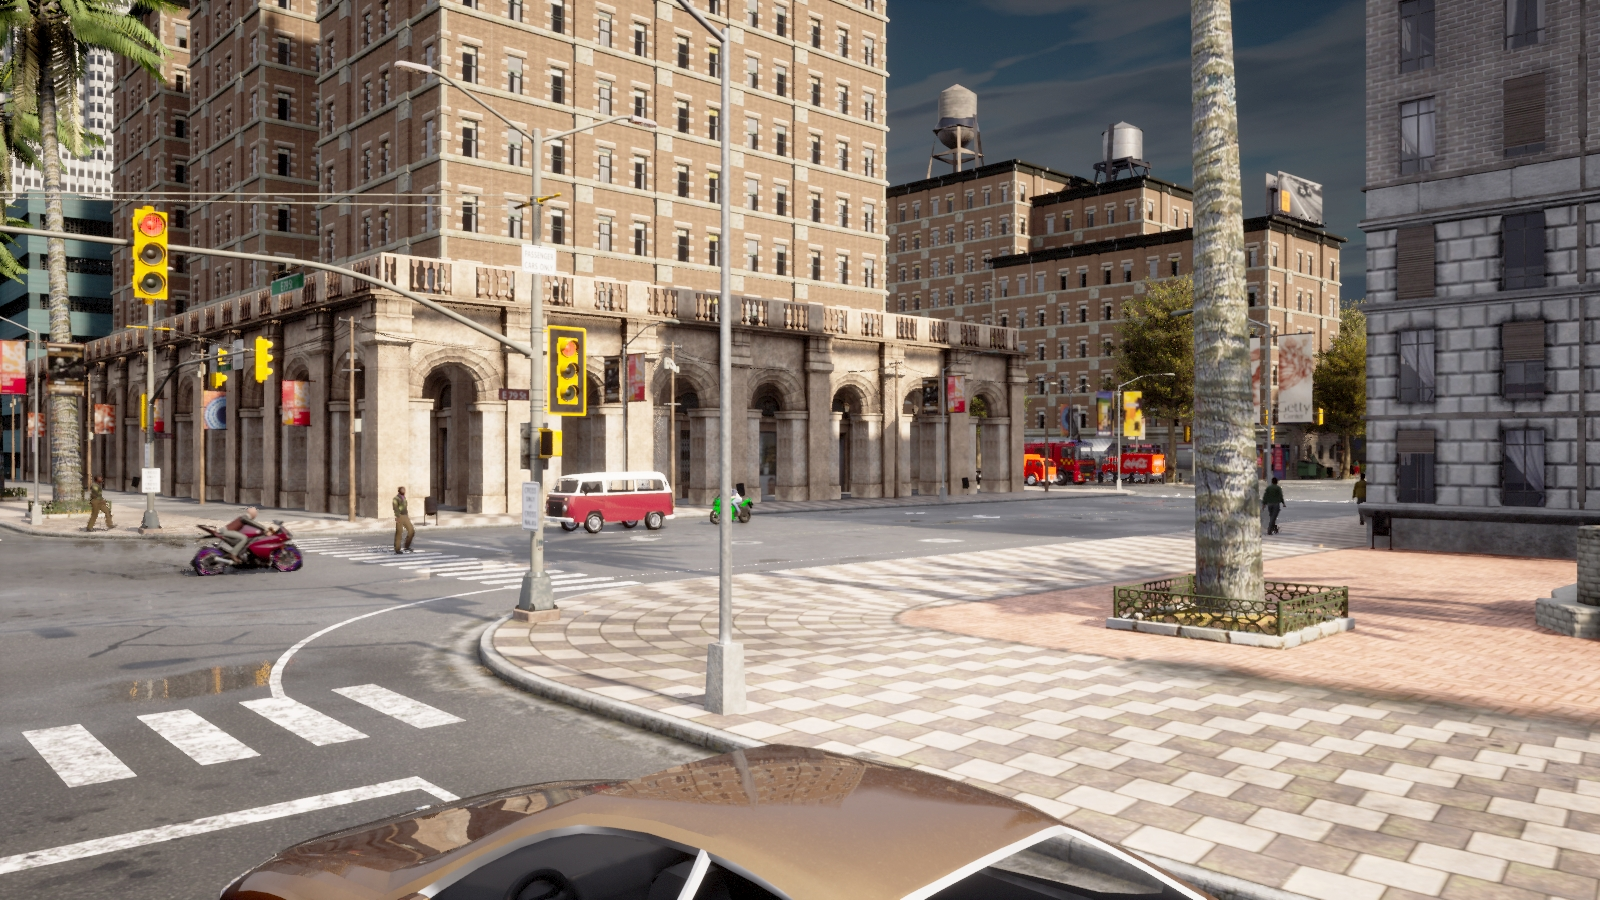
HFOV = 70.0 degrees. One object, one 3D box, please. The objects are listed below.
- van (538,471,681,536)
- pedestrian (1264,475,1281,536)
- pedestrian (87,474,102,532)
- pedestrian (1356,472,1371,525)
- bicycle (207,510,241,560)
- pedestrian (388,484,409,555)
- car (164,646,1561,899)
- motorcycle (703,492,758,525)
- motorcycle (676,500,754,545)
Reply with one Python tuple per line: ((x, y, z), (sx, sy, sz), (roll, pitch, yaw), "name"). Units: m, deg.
((-6.553, 1.783, 39.554), (4.480, 2.038, 2.069), (0, 0, -42), "van")
((14.484, 1.697, 35.026), (0.375, 1.860, 0.375), (0, 0, -43), "pedestrian")
((-22.710, 1.696, 36.787), (0.375, 1.860, 0.375), (0, 0, -22), "pedestrian")
((19.751, 1.696, 40.044), (0.375, 1.860, 0.375), (0, 0, 39), "pedestrian")
((-15.054, 2.206, 29.849), (0.373, 1.196, 1.643), (0, 0, -42), "bicycle")
((-10.694, 1.849, 30.463), (0.375, 1.860, 0.375), (0, 0, 22), "pedestrian")
((-0.308, 1.992, 4.309), (5.027, 1.651, 2.152), (0, 0, 42), "car")
((-2.608, 2.213, 43.140), (2.033, 1.145, 0.803), (0, 0, -43), "motorcycle")
((-2.589, 2.205, 34.971), (2.209, 1.251, 0.867), (0, -1, -28), "motorcycle")
